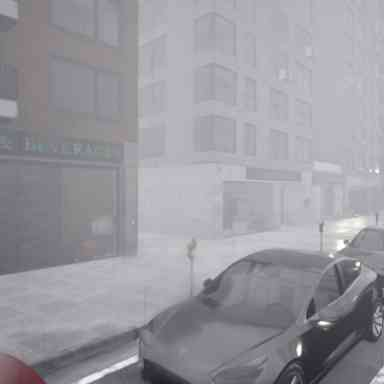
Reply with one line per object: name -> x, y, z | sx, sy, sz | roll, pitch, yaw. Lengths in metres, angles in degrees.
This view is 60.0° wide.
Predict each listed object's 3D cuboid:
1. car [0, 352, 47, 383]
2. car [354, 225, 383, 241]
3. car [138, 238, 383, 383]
car -> -2.563, 1.542, 0.699 | 1.887, 1.381, 4.507 | 0, 0, 44
car -> 5.137, 1.568, 8.624 | 1.947, 1.339, 4.313 | 0, 0, 44
car -> 1.287, 1.566, 4.662 | 1.947, 1.339, 4.313 | 0, 0, 44
